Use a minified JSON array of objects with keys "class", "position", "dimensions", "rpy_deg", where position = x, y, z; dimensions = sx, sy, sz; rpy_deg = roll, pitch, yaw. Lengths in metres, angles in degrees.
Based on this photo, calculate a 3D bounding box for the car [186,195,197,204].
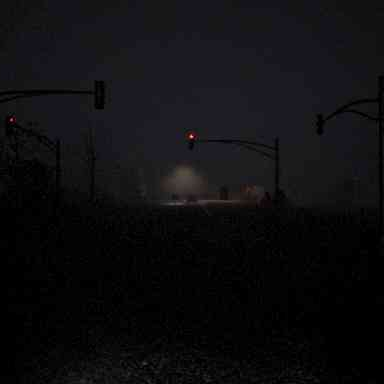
[{"class":"car","position":[-0.060,1.424,67.993],"dimensions":[2.097,1.767,4.553],"rpy_deg":[0,0,0]}]

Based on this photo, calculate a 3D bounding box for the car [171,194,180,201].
[{"class":"car","position":[-3.564,1.195,72.195],"dimensions":[1.837,1.490,4.892],"rpy_deg":[0,0,0]}]

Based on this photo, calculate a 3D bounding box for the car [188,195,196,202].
[{"class":"car","position":[-0.069,1.425,78.028],"dimensions":[1.837,1.490,4.892],"rpy_deg":[0,0,0]}]
